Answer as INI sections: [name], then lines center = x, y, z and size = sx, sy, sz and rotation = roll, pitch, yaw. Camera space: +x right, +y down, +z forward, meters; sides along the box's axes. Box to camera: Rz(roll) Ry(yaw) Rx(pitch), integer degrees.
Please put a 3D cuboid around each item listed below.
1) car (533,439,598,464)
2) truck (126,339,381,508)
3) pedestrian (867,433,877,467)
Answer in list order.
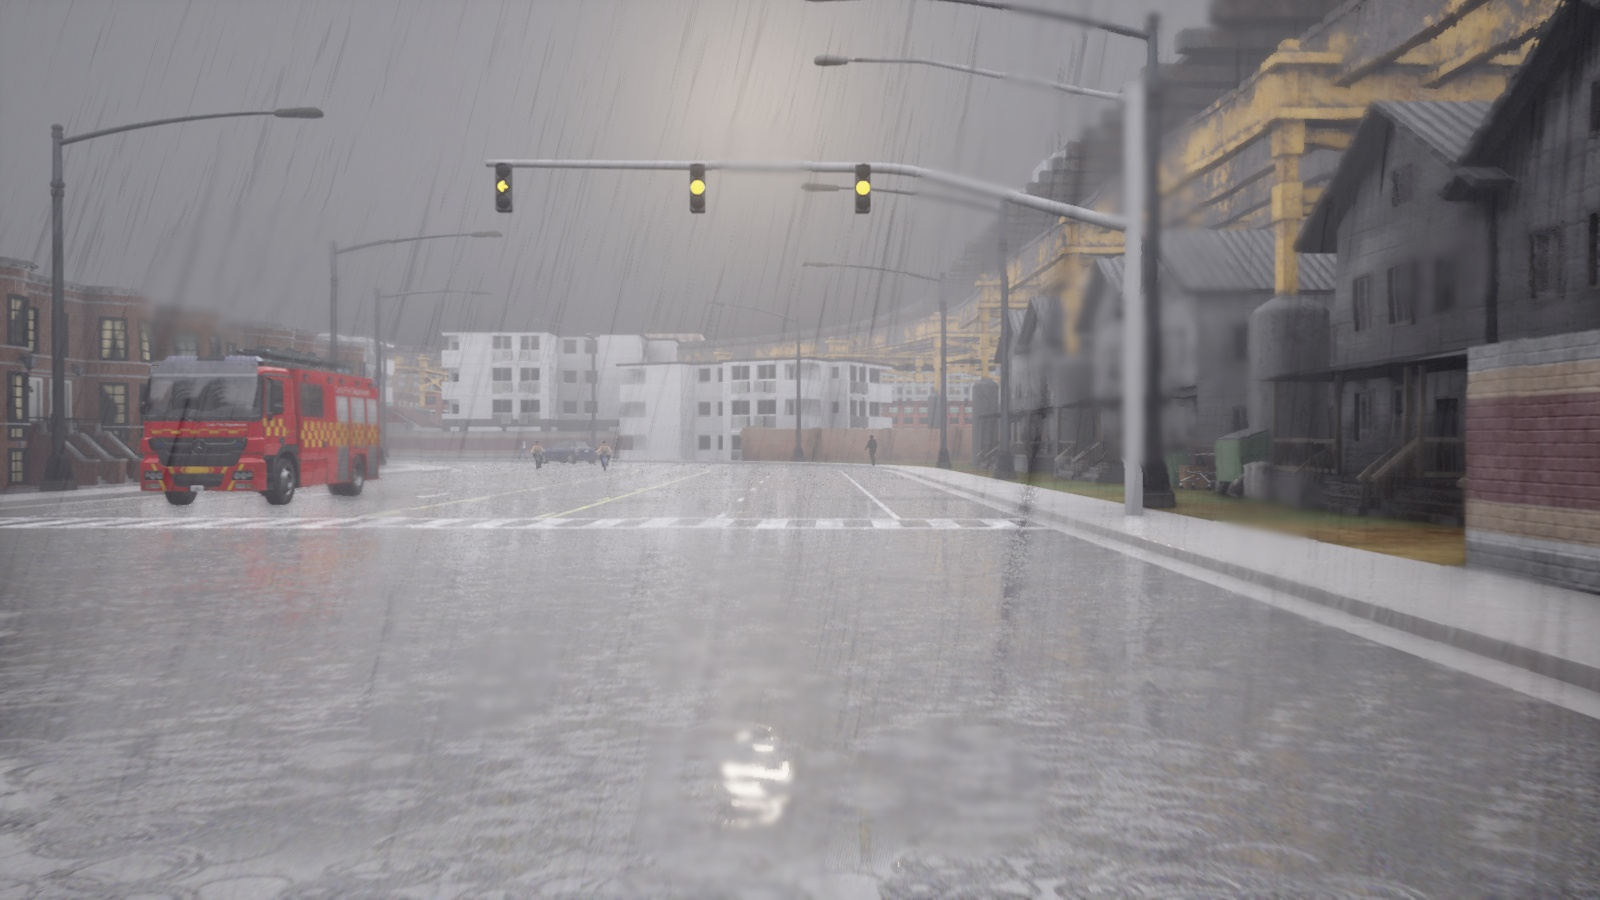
[car]
center = -16.914, 0.082, 90.445
size = 4.553, 1.767, 2.097
rotation = 0, 0, 38
[truck]
center = -13.793, -0.613, 32.689
size = 2.891, 3.827, 8.468
rotation = 0, 0, 0
[pedestrian]
center = 4.188, -0.006, 72.872
size = 0.395, 1.930, 0.692
rotation = 0, 0, -17
